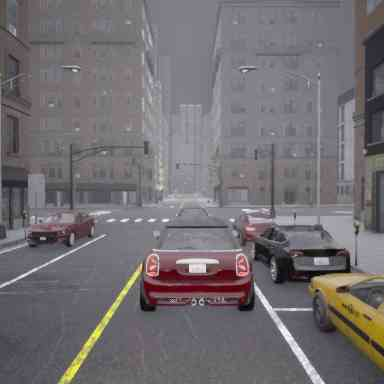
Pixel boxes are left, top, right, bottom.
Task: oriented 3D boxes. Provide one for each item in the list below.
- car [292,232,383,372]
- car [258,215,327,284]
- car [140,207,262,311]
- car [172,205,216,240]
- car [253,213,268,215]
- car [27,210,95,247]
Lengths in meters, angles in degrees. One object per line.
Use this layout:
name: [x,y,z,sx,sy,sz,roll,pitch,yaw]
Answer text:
car: [2.859,1.524,3.985,1.752,1.417,4.829,-1,0,0]
car: [2.850,1.562,9.401,1.947,1.339,4.313,-1,0,0]
car: [0.087,1.349,7.905,2.097,1.767,4.553,0,0,0]
car: [0.066,1.539,18.144,2.033,1.411,5.357,0,0,0]
car: [2.841,1.575,14.987,1.802,1.307,4.206,-1,0,0]
car: [-5.705,1.538,14.969,1.887,1.381,4.507,-1,0,0]
